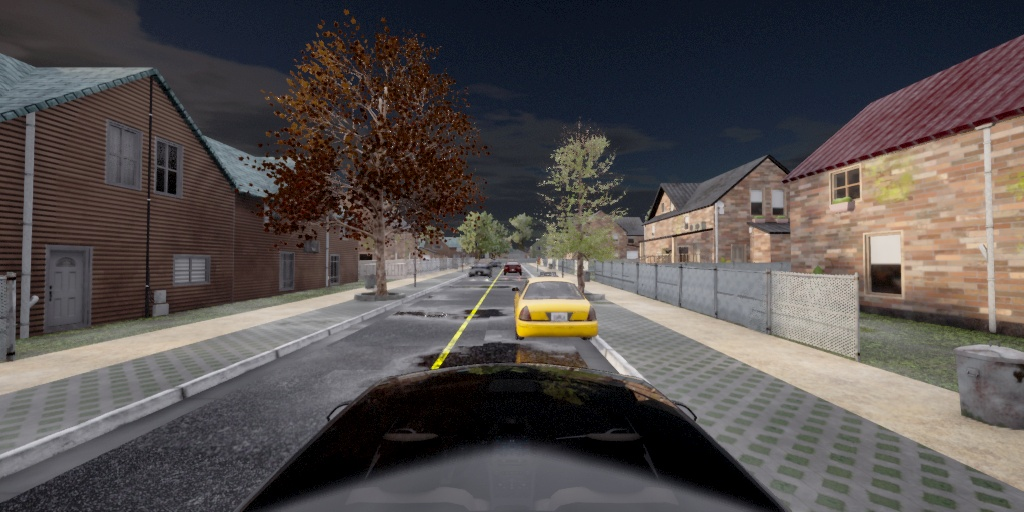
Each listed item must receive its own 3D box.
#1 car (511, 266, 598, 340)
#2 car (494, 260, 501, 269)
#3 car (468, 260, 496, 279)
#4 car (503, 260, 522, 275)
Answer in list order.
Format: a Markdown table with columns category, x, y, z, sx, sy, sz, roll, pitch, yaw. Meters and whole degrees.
| category | x | y | z | sx | sy | sz | roll | pitch | yaw |
| --- | --- | --- | --- | --- | --- | --- | --- | --- | --- |
| car | 0.964 | 1.210 | 9.873 | 1.801 | 1.575 | 5.366 | 0 | 0 | 0 |
| car | -2.734 | 1.366 | 58.216 | 1.994 | 1.385 | 4.181 | 0 | 0 | 0 |
| car | -2.841 | 1.335 | 33.097 | 1.994 | 1.385 | 4.181 | 0 | 0 | 0 |
| car | 0.089 | 1.254 | 38.814 | 1.882 | 1.535 | 5.008 | 0 | 0 | 0 |
